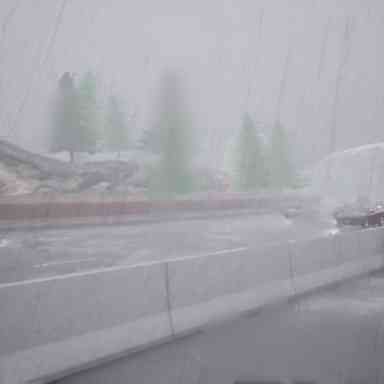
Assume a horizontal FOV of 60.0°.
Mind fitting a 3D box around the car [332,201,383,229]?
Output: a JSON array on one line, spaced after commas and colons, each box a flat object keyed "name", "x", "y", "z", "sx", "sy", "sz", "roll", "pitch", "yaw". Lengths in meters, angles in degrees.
[{"name": "car", "x": 11.836, "y": 1.660, "z": 23.283, "sx": 5.008, "sy": 1.535, "sz": 1.882, "roll": 0, "pitch": -1, "yaw": -45}]

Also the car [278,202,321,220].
[{"name": "car", "x": 10.525, "y": 1.894, "z": 31.895, "sx": 1.895, "sy": 1.301, "sz": 4.718, "roll": -1, "pitch": -1, "yaw": 43}]

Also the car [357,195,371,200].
[{"name": "car", "x": 33.663, "y": 1.532, "z": 65.251, "sx": 2.150, "sy": 2.045, "sz": 5.566, "roll": -1, "pitch": -1, "yaw": 27}]

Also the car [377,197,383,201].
[{"name": "car", "x": 37.679, "y": 1.765, "z": 65.508, "sx": 2.097, "sy": 1.767, "sz": 4.553, "roll": -1, "pitch": -1, "yaw": 27}]

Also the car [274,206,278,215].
[{"name": "car", "x": 11.019, "y": 1.864, "z": 37.670, "sx": 1.837, "sy": 1.490, "sz": 4.892, "roll": -1, "pitch": -1, "yaw": 42}]
